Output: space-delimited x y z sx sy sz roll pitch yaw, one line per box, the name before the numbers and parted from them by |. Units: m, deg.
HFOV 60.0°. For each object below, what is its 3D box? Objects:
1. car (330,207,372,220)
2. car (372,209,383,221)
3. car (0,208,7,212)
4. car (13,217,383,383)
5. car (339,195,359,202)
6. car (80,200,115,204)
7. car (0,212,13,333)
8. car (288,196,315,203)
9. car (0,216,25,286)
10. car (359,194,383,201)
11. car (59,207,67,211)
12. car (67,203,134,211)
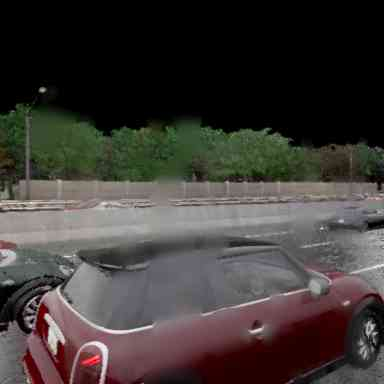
car | 9.786 1.539 19.276 4.181 1.385 1.994 0 0 -35
car | 11.047 1.469 15.882 4.902 1.511 2.128 0 0 -35
car | -17.255 1.594 26.076 4.718 1.301 1.895 0 0 -35
car | 0.481 1.348 4.212 4.553 1.767 2.097 0 0 -35
car | 24.943 1.246 51.499 5.357 1.411 2.033 -1 1 -34
car | -6.545 1.510 25.104 4.674 1.442 1.812 0 0 -35
car | -4.043 1.351 5.160 4.553 1.767 2.097 0 0 -36
car | 16.449 1.332 49.860 4.892 1.490 1.837 -1 1 -35
car | -6.726 1.477 7.546 5.008 1.535 1.882 0 0 -36
car | 27.030 1.049 48.703 4.553 1.767 2.097 -1 1 -34
car | -8.560 1.462 27.965 5.008 1.535 1.882 0 0 -35
car | -5.283 1.587 21.709 4.718 1.301 1.895 0 0 -35
